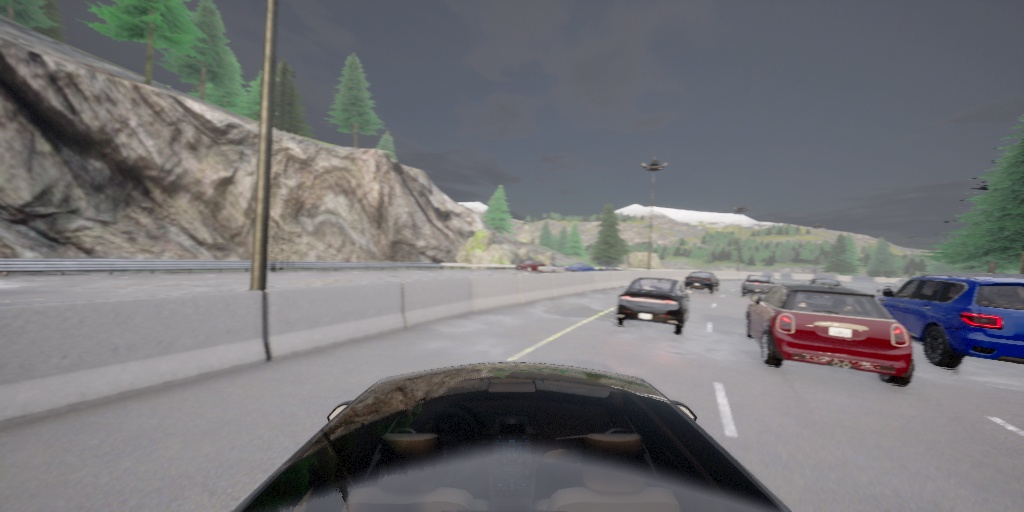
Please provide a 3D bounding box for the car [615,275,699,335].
[{"bbox_3d":[4.738,1.458,11.752,2.128,1.511,4.902,3,0,28],"label":"car"}]

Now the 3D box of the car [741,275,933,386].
[{"bbox_3d":[6.888,1.436,8.340,2.097,1.767,4.553,3,0,27],"label":"car"}]

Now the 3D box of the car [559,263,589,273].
[{"bbox_3d":[7.916,1.559,41.929,1.882,1.535,5.008,3,0,39],"label":"car"}]

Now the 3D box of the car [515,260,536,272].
[{"bbox_3d":[2.447,1.254,46.289,1.882,1.535,5.008,3,0,39],"label":"car"}]

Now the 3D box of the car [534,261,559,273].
[{"bbox_3d":[5.173,1.565,44.108,1.895,1.301,4.718,3,0,39],"label":"car"}]

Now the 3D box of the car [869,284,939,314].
[{"bbox_3d":[23.323,2.488,21.555,1.895,1.301,4.718,3,0,36],"label":"car"}]

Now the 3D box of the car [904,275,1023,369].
[{"bbox_3d":[11.067,1.516,8.801,2.150,2.045,5.566,3,0,29],"label":"car"}]

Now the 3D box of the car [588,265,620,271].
[{"bbox_3d":[10.628,1.799,39.728,1.994,1.385,4.181,3,0,39],"label":"car"}]

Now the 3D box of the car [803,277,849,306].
[{"bbox_3d":[20.675,2.252,23.797,1.837,1.490,4.892,3,0,36],"label":"car"}]

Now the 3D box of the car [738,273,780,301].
[{"bbox_3d":[17.008,2.050,24.700,2.128,1.511,4.902,3,0,36],"label":"car"}]

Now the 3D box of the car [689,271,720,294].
[{"bbox_3d":[14.357,1.896,26.999,1.882,1.535,5.008,3,0,36],"label":"car"}]
